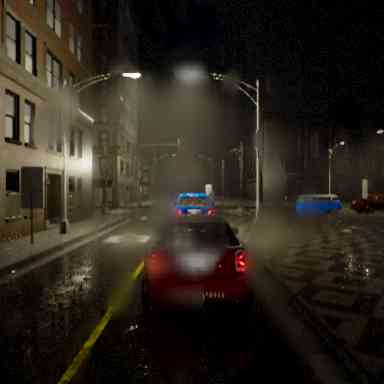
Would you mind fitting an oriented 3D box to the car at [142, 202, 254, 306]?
[{"bbox_3d":[0.110,1.298,8.072,2.097,1.767,4.553,0,0,0],"label":"car"}]

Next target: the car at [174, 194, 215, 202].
[{"bbox_3d":[0.119,1.101,17.928,2.150,2.045,5.566,0,0,0],"label":"car"}]

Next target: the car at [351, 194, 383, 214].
[{"bbox_3d":[17.398,1.139,30.896,5.009,1.841,2.192,0,0,-1],"label":"car"}]

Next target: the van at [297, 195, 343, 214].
[{"bbox_3d":[11.758,1.166,30.816,3.998,1.788,1.690,0,0,-1],"label":"van"}]
